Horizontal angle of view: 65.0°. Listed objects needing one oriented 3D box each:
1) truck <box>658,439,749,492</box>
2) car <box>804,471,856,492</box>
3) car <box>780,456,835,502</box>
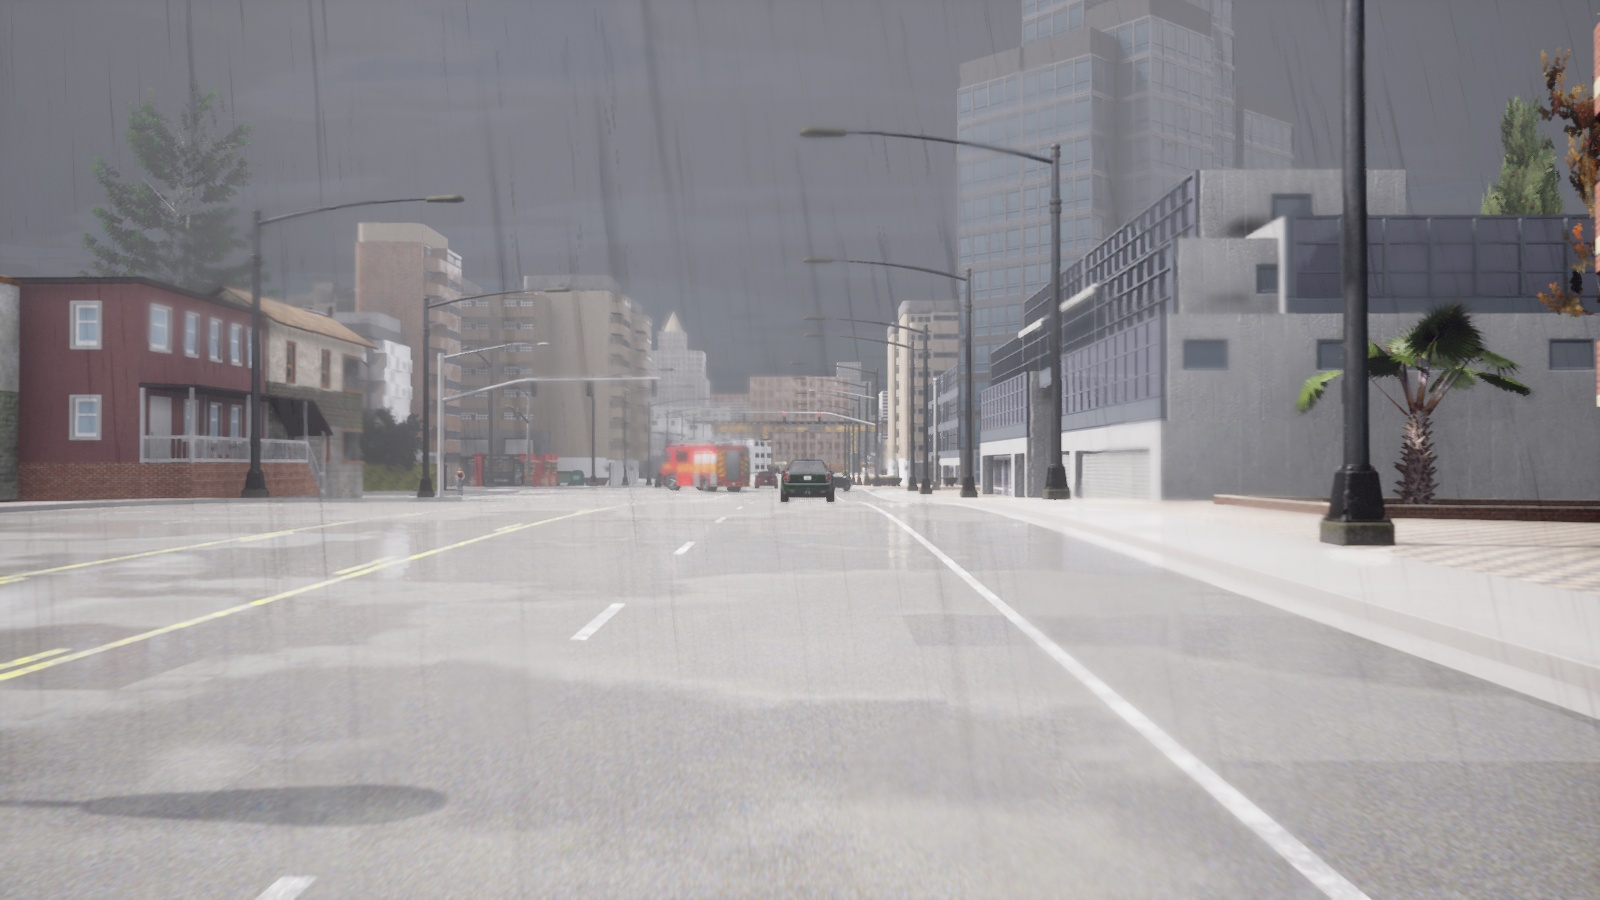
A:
[{"bbox_3d":[-7.305,1.164,93.735,2.891,3.827,8.468,1,-1,-35],"label":"truck"},{"bbox_3d":[2.238,2.267,91.721,2.128,1.511,4.902,-1,-1,24],"label":"car"},{"bbox_3d":[0.298,1.188,49.945,2.097,1.767,4.553,0,-2,0],"label":"car"}]
